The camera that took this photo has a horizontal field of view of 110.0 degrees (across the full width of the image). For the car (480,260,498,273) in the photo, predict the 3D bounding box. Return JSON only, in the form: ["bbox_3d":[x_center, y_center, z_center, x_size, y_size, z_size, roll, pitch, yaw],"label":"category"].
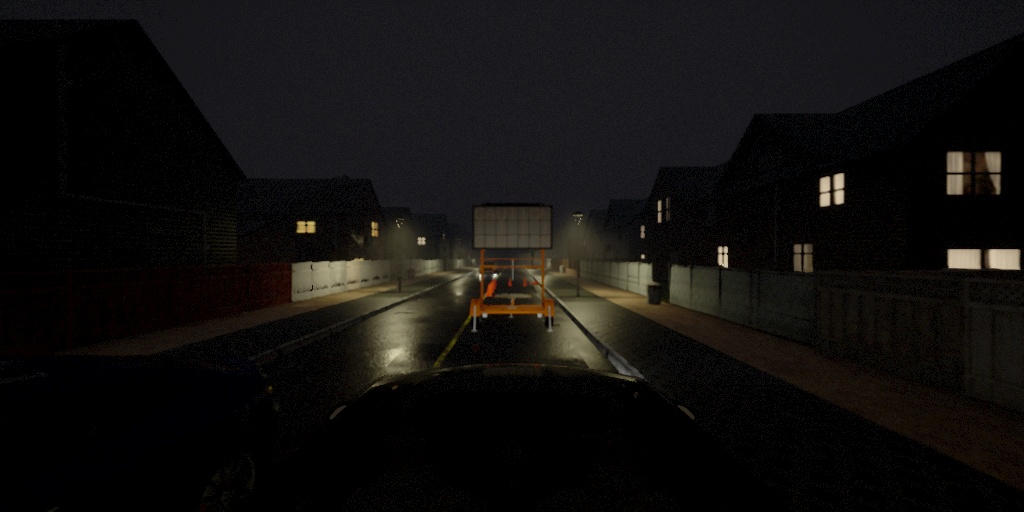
[{"bbox_3d":[-2.781,1.282,43.890,1.882,1.535,5.008,0,0,0],"label":"car"}]

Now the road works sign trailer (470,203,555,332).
[{"bbox_3d":[0.018,0.207,10.878,2.380,3.560,2.880,0,0,0],"label":"road works sign trailer"}]

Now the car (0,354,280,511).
[{"bbox_3d":[-2.853,1.276,1.191,1.812,1.442,4.674,0,0,0],"label":"car"}]
